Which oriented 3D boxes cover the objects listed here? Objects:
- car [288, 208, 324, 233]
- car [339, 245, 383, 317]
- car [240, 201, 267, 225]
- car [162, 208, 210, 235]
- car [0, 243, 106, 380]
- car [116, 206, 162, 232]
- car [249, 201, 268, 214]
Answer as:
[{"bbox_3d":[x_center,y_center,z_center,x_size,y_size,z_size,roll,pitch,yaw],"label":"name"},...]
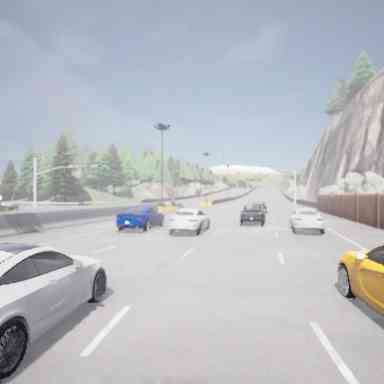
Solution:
[{"bbox_3d":[7.236,1.753,21.261,1.812,1.442,4.674,0,-1,13],"label":"car"},{"bbox_3d":[4.121,1.544,5.659,1.882,1.535,5.008,0,-1,6],"label":"car"},{"bbox_3d":[4.871,1.764,26.505,2.128,1.511,4.902,0,-1,13],"label":"car"},{"bbox_3d":[-0.101,1.727,20.436,1.812,1.442,4.674,0,-1,13],"label":"car"},{"bbox_3d":[-2.982,1.574,5.483,1.812,1.442,4.674,0,-1,6],"label":"car"},{"bbox_3d":[-3.304,1.688,22.140,1.882,1.535,5.008,0,-1,13],"label":"car"},{"bbox_3d":[8.478,1.925,42.146,2.128,1.511,4.902,0,-1,13],"label":"car"}]
